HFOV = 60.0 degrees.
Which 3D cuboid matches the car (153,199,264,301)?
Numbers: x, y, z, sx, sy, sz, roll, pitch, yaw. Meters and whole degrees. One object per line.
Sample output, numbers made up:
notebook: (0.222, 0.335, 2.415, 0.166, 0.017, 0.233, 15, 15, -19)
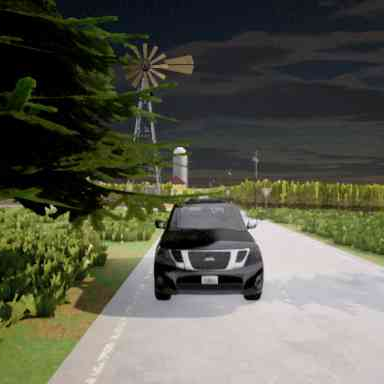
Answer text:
car: (0.336, 1.220, 8.708, 2.150, 2.045, 5.566, 0, 0, 0)
